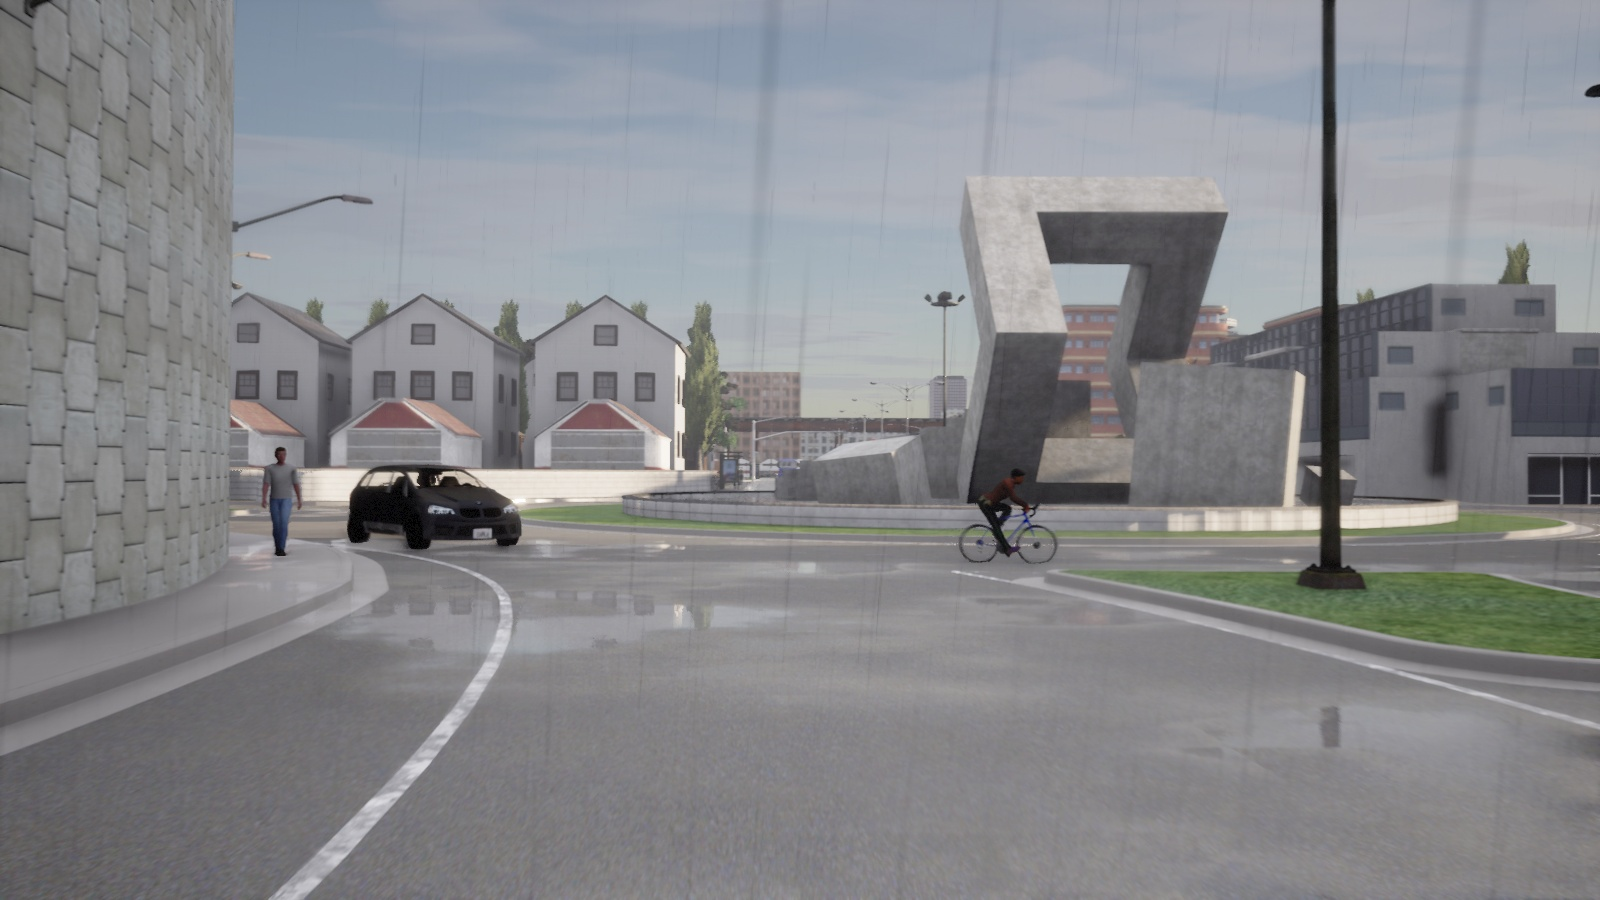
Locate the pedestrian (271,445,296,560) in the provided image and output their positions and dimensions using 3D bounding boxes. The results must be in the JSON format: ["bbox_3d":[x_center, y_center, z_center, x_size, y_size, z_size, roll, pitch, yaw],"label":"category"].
[{"bbox_3d":[-8.407,0.846,20.426,0.354,1.836,0.706,0,-1,-24],"label":"pedestrian"}]

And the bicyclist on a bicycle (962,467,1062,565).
[{"bbox_3d":[3.610,1.111,21.379,1.656,1.620,0.582,0,-2,10],"label":"bicyclist on a bicycle"}]

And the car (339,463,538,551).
[{"bbox_3d":[-7.628,1.128,26.200,2.242,1.667,4.611,1,-1,-41],"label":"car"}]
